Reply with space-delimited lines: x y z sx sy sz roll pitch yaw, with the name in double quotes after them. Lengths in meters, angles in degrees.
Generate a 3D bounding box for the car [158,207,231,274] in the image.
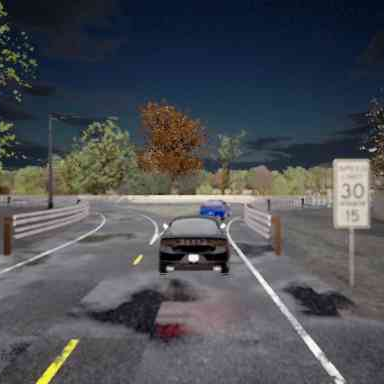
0.070 1.440 10.448 1.882 1.535 5.008 0 0 1 "car"

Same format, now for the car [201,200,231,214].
1.982 1.381 26.985 1.882 1.535 5.008 0 0 14 "car"
